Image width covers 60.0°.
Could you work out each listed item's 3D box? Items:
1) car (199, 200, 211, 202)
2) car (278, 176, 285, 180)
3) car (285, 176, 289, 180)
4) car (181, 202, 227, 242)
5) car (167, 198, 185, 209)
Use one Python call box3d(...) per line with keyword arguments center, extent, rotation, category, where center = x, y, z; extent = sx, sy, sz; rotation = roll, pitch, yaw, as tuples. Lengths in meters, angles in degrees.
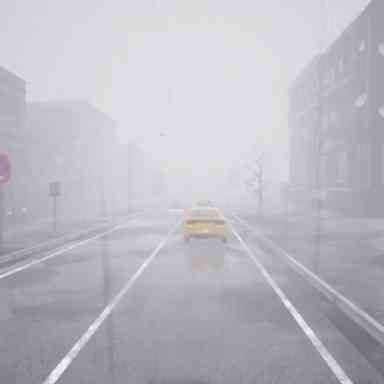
box3d(center=(1.427, 1.539, 36.910), extent=(1.994, 1.385, 4.181), rotation=(0, 0, 2), category="car")
box3d(center=(25.842, -3.711, 90.401), extent=(2.097, 1.535, 5.008), rotation=(0, 1, -1), category="car")
box3d(center=(26.101, -3.731, 84.881), extent=(2.185, 1.767, 4.553), rotation=(0, 1, -3), category="car")
box3d(center=(0.658, 1.467, 16.438), extent=(1.882, 1.535, 5.008), rotation=(0, 0, 2), category="car")
box3d(center=(-2.025, 1.518, 43.149), extent=(1.994, 1.385, 4.181), rotation=(0, 0, 2), category="car")
